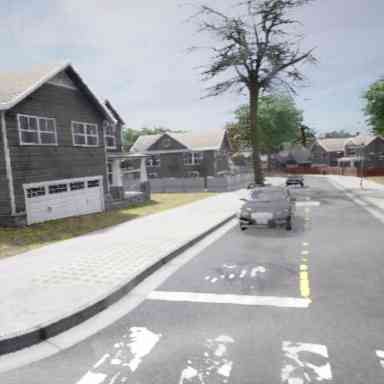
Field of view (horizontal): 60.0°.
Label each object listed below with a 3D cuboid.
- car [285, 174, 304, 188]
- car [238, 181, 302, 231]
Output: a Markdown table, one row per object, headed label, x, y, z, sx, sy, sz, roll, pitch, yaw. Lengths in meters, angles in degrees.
| label | x | y | z | sx | sy | sz | roll | pitch | yaw |
| --- | --- | --- | --- | --- | --- | --- | --- | --- | --- |
| car | 11.450 | -1.282 | 37.066 | 1.895 | 1.301 | 4.718 | -1 | 4 | 19 |
| car | 3.095 | 0.542 | 13.309 | 2.128 | 1.511 | 4.902 | -1 | 4 | 19 |
